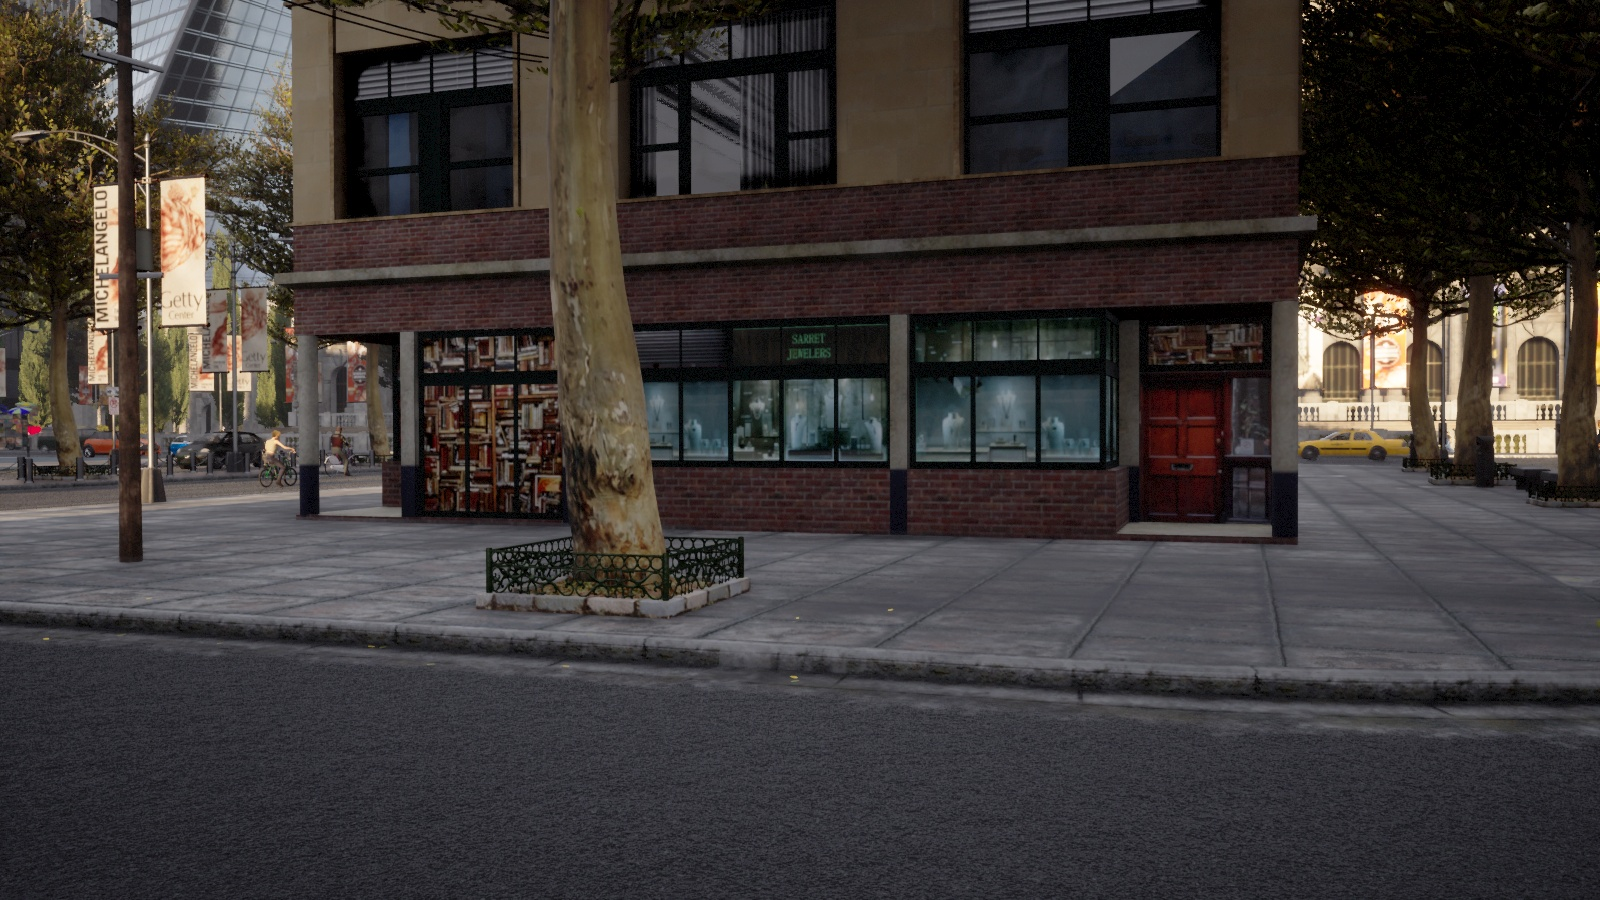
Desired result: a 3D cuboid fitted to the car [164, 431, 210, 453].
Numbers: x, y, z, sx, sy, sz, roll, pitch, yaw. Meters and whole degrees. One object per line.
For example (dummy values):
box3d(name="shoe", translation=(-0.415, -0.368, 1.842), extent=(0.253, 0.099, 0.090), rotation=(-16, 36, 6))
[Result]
box3d(name="car", translation=(-38.622, -0.531, 79.176), extent=(2.207, 1.376, 1.481), rotation=(0, 1, 20))

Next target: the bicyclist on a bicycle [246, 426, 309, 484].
box3d(name="bicyclist on a bicycle", translation=(-14.920, 0.132, 35.906), extent=(0.866, 1.612, 1.509), rotation=(1, 1, 20))

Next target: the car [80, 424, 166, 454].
box3d(name="car", translation=(-41.183, -0.692, 76.372), extent=(4.553, 1.767, 2.097), rotation=(1, 1, 19))

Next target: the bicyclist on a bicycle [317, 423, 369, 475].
box3d(name="bicyclist on a bicycle", translation=(-15.905, -0.063, 43.725), extent=(0.659, 1.776, 1.843), rotation=(1, 1, 20))

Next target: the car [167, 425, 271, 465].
box3d(name="car", translation=(-24.652, -0.223, 53.432), extent=(1.851, 1.617, 3.988), rotation=(0, 1, 16))

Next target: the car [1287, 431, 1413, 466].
box3d(name="car", translation=(26.044, -0.092, 59.663), extent=(5.366, 1.575, 1.801), rotation=(1, 1, 20))

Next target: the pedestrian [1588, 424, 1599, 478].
box3d(name="pedestrian", translation=(27.938, 0.037, 43.762), extent=(0.694, 1.848, 0.540), rotation=(1, 1, 18))
